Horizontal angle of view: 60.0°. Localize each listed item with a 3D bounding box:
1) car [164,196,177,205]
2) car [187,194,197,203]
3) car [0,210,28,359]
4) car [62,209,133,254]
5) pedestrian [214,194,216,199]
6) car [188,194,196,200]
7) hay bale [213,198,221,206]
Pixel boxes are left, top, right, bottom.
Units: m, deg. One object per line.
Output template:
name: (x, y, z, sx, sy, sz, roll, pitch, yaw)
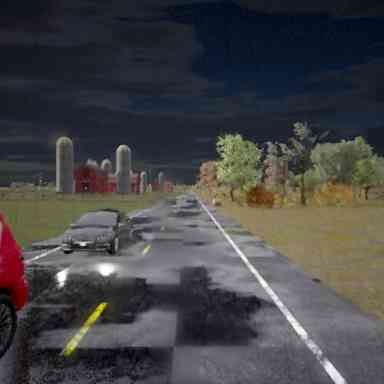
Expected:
car: (-3.546, 1.429, 56.322, 2.033, 1.411, 5.357, 0, 0, 1)
car: (0.023, 1.428, 65.651, 1.994, 1.385, 4.181, 0, 0, 0)
car: (-3.597, 1.214, 2.842, 2.150, 2.045, 5.566, 0, 0, 0)
car: (-3.590, 1.474, 13.396, 1.837, 1.490, 4.892, 0, 0, 0)
pedestrian: (3.701, 1.191, 54.065, 0.375, 1.860, 0.375, -1, 1, -2)
car: (0.004, 1.200, 84.729, 2.128, 1.511, 4.902, 0, 0, 0)
hay bale: (4.007, 1.547, 52.947, 1.220, 1.180, 1.240, 1, 1, 0)
